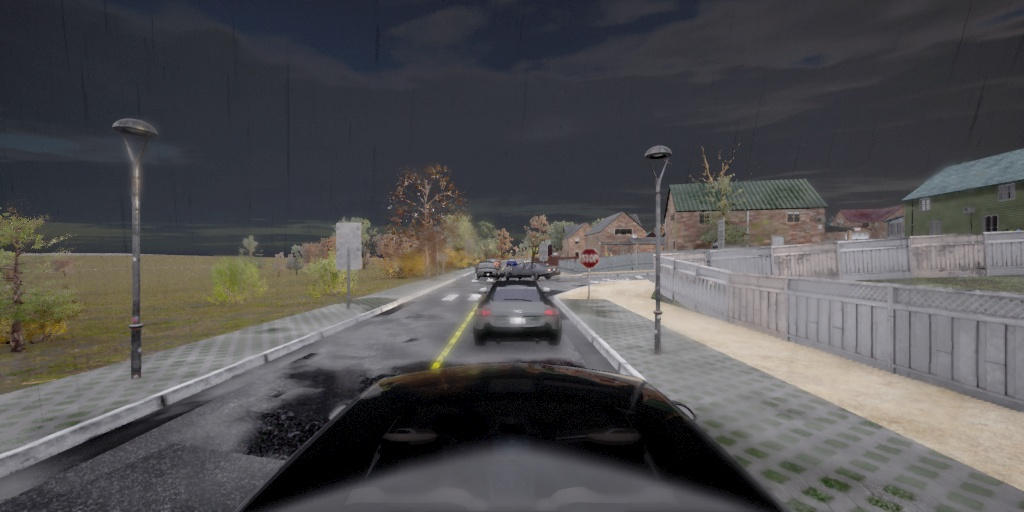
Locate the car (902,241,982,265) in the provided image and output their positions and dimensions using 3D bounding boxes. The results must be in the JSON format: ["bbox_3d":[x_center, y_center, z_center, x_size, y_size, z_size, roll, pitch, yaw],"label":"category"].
[{"bbox_3d":[23.874,-0.208,20.426,4.902,1.511,2.128,-3,0,14],"label":"car"}]

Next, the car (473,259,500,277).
[{"bbox_3d":[-2.273,1.258,31.363,1.837,1.490,4.892,0,0,-8],"label":"car"}]

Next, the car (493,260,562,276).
[{"bbox_3d":[1.316,1.198,28.455,5.357,1.411,2.033,-4,-3,43],"label":"car"}]

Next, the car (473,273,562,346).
[{"bbox_3d":[0.096,1.313,9.439,1.994,1.385,4.181,0,0,-1],"label":"car"}]

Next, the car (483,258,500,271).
[{"bbox_3d":[-2.885,1.121,51.181,2.097,1.767,4.553,0,0,1],"label":"car"}]

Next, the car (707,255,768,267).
[{"bbox_3d":[14.371,0.413,22.841,4.181,1.385,1.994,-3,0,16],"label":"car"}]
